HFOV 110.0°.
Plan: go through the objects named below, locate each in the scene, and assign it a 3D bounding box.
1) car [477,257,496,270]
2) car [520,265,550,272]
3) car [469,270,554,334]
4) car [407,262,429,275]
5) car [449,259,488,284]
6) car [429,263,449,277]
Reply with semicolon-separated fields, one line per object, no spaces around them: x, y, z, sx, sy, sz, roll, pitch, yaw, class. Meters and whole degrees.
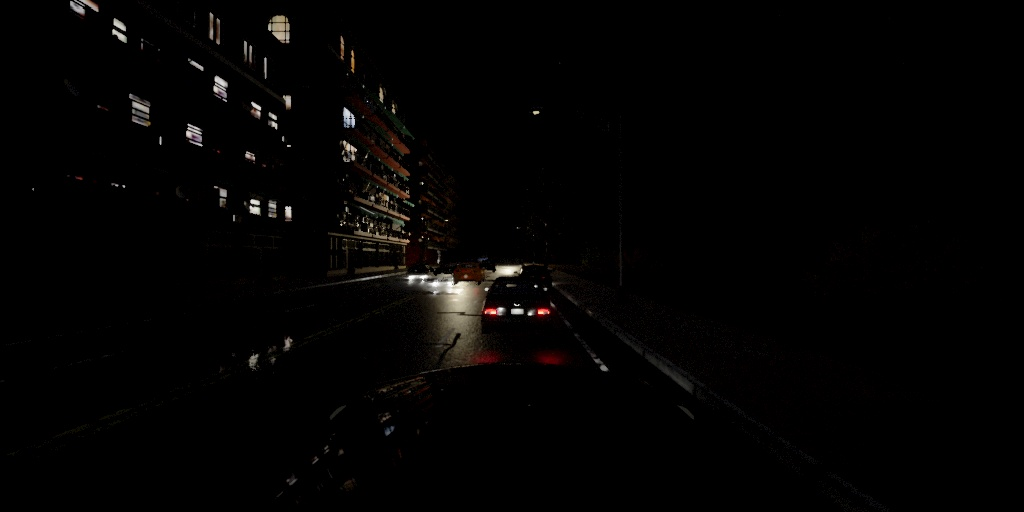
-3.053;1.228;45.526;1.882;1.535;5.008;0;0;0;car
1.177;1.257;20.272;1.837;1.490;4.892;0;0;0;car
0.120;1.299;10.584;2.033;1.411;5.357;0;0;0;car
-9.770;1.315;38.426;1.994;1.385;4.181;0;0;0;car
-3.096;1.229;26.595;1.882;1.535;5.008;0;0;0;car
-6.527;1.352;35.770;1.895;1.301;4.718;0;0;0;car
